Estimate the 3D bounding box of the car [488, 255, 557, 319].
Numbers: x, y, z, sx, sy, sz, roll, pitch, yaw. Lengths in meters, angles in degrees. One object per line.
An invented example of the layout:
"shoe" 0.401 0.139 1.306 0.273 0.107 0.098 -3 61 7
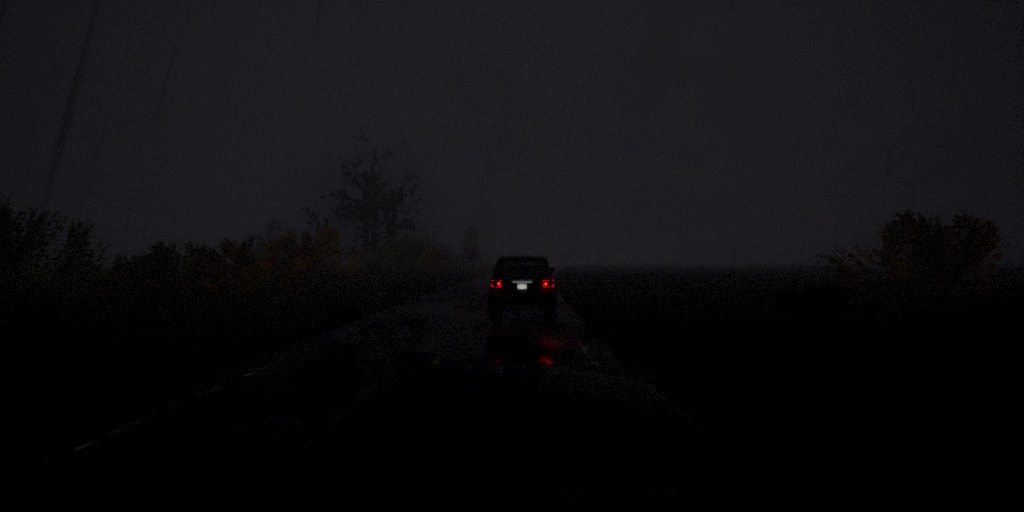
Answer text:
"car" 0.406 0.999 13.175 2.150 2.045 5.566 0 0 2
